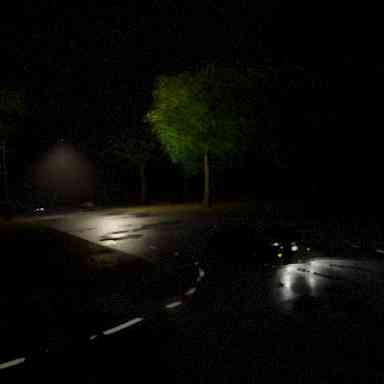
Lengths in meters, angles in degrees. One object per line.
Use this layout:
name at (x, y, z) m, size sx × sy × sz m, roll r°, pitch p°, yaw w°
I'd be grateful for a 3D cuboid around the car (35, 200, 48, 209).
car at (-37.629, 3.467, 81.864) m, size 2.033 × 1.411 × 5.357 m, roll -4°, pitch 1°, yaw -31°

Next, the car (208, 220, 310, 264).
car at (2.413, 1.802, 12.998) m, size 1.994 × 1.385 × 4.181 m, roll -3°, pitch 0°, yaw -33°

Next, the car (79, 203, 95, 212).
car at (-18.453, 2.624, 58.549) m, size 2.128 × 1.511 × 4.902 m, roll -4°, pitch 1°, yaw -33°
